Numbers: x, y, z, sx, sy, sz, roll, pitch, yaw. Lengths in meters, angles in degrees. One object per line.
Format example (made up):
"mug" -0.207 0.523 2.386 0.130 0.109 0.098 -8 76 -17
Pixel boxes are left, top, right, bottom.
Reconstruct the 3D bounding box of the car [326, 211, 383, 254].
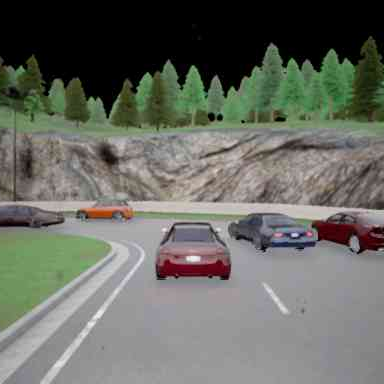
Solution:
"car" 6.715 1.524 13.770 1.882 1.535 5.008 1 0 -8

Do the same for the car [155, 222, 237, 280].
"car" -0.004 1.596 10.094 1.994 1.385 4.181 0 0 -1

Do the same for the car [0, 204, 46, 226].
"car" -12.997 1.593 23.521 4.674 1.442 1.812 0 -1 -13

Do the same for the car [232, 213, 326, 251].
"car" 3.161 1.593 14.309 2.033 1.411 5.357 0 0 -11

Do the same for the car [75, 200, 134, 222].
"car" -7.136 1.433 27.137 4.553 1.767 2.097 0 0 12

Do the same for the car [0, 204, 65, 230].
"car" -10.857 1.607 20.733 5.357 1.411 2.033 0 0 -8
